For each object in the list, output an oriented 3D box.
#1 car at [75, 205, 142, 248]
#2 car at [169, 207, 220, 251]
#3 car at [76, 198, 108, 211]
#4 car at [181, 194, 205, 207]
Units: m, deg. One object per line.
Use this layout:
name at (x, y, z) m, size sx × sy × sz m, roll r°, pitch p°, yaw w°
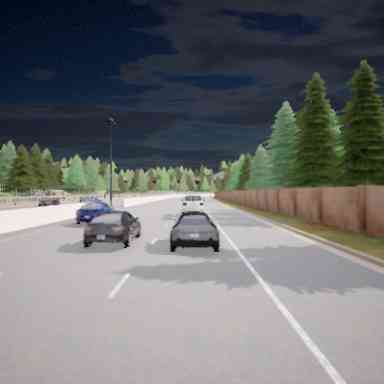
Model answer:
car at (-3.413, 1.534, 14.763) m, size 1.812 × 1.442 × 4.674 m, roll 0°, pitch 0°, yaw 0°
car at (0.100, 1.572, 14.209) m, size 1.994 × 1.385 × 4.181 m, roll 0°, pitch 0°, yaw 0°
car at (-6.900, 1.490, 24.342) m, size 1.882 × 1.535 × 5.008 m, roll 0°, pitch 0°, yaw 0°
car at (0.097, 1.239, 32.656) m, size 2.150 × 2.045 × 5.566 m, roll 0°, pitch 0°, yaw 0°
